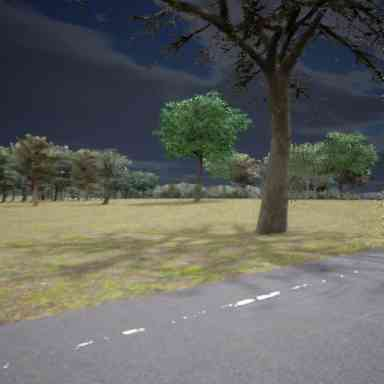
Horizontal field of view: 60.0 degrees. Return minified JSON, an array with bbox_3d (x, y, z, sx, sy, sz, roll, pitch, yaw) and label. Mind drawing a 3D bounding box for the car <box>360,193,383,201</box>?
[{"bbox_3d":[32.570,0.858,59.189,2.128,1.511,4.902,3,-2,-35],"label":"car"}]
